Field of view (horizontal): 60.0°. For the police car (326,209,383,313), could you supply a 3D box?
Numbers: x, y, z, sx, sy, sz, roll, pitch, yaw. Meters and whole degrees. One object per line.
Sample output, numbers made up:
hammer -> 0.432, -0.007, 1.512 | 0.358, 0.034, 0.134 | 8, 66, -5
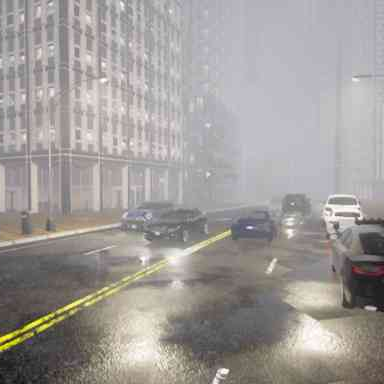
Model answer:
police car -> 4.311, 1.421, 7.628 | 1.930, 1.638, 5.238 | 0, 0, 19

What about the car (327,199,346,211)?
car -> 17.983, 1.569, 41.226 | 1.895, 1.301, 4.718 | 0, 0, 27

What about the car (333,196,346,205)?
car -> 25.051, 1.418, 56.711 | 1.882, 1.535, 5.008 | 0, 0, 22

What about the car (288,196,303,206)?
car -> 17.122, 1.459, 54.818 | 1.812, 1.442, 4.674 | 0, 0, 24

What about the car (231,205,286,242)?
car -> 3.313, 1.549, 16.579 | 1.994, 1.385, 4.181 | 0, 0, 21

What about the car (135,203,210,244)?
car -> -0.580, 1.487, 16.083 | 1.837, 1.490, 4.892 | 0, 0, 21

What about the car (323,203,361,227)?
car -> 7.694, 1.516, 16.659 | 1.812, 1.442, 4.674 | 0, 0, 22

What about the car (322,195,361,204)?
car -> 9.943, 1.212, 22.095 | 2.150, 2.045, 5.566 | 0, 0, 23

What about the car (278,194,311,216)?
car -> 10.378, 1.190, 32.871 | 2.150, 2.045, 5.566 | 0, 0, 26

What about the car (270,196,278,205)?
car -> 14.753, 1.402, 57.494 | 1.882, 1.535, 5.008 | 0, 0, 24

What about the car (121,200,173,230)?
car -> -2.379, 1.325, 20.415 | 2.097, 1.767, 4.553 | 0, 0, 22
